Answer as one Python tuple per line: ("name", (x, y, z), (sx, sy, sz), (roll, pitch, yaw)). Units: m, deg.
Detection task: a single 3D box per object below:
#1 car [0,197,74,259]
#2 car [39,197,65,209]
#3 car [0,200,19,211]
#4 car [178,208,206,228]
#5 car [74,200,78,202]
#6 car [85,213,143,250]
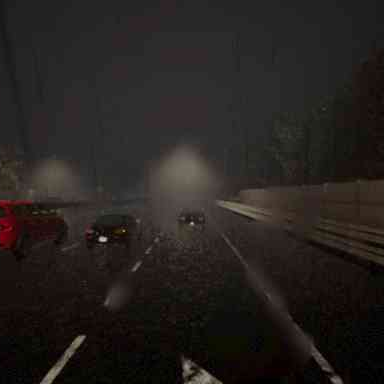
("car", (-6.896, 1.343, 13.248), (2.150, 2.045, 5.566), (0, -1, 0))
("car", (-24.511, 1.837, 58.547), (2.150, 2.045, 5.566), (0, -1, 0))
("car", (-28.027, 1.998, 49.231), (2.128, 1.511, 4.902), (0, 0, 1))
("car", (0.000, 1.833, 24.410), (1.895, 1.301, 4.718), (0, -1, 0))
("car", (-21.007, 2.167, 59.025), (2.033, 1.411, 5.357), (0, -1, 0))
("car", (-3.401, 1.665, 15.029), (1.812, 1.442, 4.674), (0, -1, 0))
